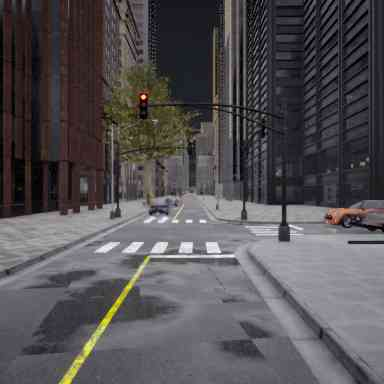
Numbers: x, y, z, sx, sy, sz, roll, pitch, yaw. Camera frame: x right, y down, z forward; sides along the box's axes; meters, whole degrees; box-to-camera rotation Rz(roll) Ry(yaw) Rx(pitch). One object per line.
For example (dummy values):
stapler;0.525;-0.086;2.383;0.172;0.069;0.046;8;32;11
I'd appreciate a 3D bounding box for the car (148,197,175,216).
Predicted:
car;-3.076;1.553;32.656;2.033;1.411;5.357;0;0;0

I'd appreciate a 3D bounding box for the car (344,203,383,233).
car;11.538;1.492;18.082;5.357;1.411;2.033;0;0;0

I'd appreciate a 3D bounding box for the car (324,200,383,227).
car;10.860;1.311;21.182;4.553;1.767;2.097;0;0;0

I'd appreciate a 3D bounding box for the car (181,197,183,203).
car;-2.949;1.488;67.810;2.097;1.767;4.553;0;0;0

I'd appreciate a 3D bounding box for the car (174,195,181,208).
car;-3.056;1.549;49.288;1.812;1.442;4.674;0;0;0
